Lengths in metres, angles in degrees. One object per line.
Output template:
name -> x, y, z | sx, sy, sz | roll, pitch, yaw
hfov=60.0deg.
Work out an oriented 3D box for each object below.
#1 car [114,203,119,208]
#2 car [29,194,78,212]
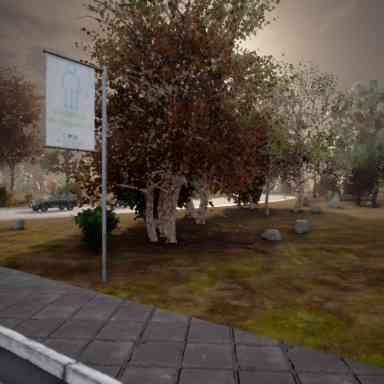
car -> -10.141, 1.462, 48.167 | 1.837, 1.490, 4.892 | 0, 0, 37
car -> -16.531, 1.212, 39.939 | 2.150, 2.045, 5.566 | 0, 0, 38
